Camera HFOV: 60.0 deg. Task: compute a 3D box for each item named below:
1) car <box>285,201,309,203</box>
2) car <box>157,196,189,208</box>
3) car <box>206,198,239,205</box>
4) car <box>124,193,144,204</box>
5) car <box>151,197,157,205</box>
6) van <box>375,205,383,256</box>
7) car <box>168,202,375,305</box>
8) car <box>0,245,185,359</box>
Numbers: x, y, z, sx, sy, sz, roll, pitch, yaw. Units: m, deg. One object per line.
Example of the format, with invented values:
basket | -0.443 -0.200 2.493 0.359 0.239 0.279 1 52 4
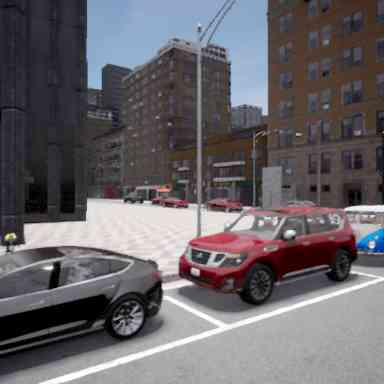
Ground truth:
car | 9.391 1.484 28.118 2.128 1.511 4.902 0 0 -36
car | -2.329 1.469 45.119 1.882 1.535 5.008 0 0 -34
car | 3.549 1.471 36.595 1.882 1.535 5.008 0 0 -35
car | -11.025 1.175 63.145 2.150 2.045 5.566 0 0 -35
car | -5.022 1.459 54.527 1.882 1.535 5.008 0 0 -35
van | 6.712 1.356 11.556 3.998 1.788 1.690 0 0 -36
car | 2.120 1.324 8.280 5.009 1.841 2.192 0 0 -36
car | -2.472 1.567 5.003 4.313 1.339 1.947 0 0 -36
